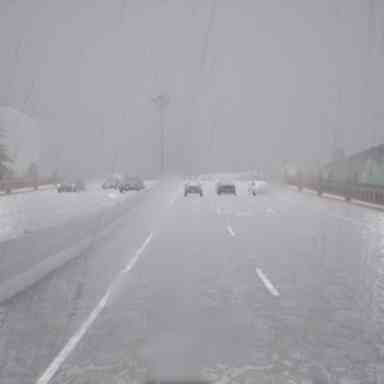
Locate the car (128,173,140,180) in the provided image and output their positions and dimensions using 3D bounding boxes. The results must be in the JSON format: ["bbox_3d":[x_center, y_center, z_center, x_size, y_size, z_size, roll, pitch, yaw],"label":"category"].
[{"bbox_3d":[-13.855,-3.769,79.585,1.882,1.535,5.008,0,1,0],"label":"car"}]

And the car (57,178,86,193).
[{"bbox_3d":[-14.019,-0.835,38.901,2.097,1.767,4.553,0,4,0],"label":"car"}]

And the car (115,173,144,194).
[{"bbox_3d":[-7.021,-0.970,39.018,2.150,2.045,5.566,0,4,0],"label":"car"}]

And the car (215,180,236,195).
[{"bbox_3d":[3.652,-0.538,36.628,1.882,1.535,5.008,0,4,0],"label":"car"}]

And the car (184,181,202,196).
[{"bbox_3d":[0.147,-0.424,35.713,1.812,1.442,4.674,0,4,0],"label":"car"}]

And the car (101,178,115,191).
[{"bbox_3d":[-10.501,-1.038,43.608,2.128,1.511,4.902,0,4,0],"label":"car"}]

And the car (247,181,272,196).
[{"bbox_3d":[7.146,-0.398,35.384,1.812,1.442,4.674,0,4,0],"label":"car"}]
